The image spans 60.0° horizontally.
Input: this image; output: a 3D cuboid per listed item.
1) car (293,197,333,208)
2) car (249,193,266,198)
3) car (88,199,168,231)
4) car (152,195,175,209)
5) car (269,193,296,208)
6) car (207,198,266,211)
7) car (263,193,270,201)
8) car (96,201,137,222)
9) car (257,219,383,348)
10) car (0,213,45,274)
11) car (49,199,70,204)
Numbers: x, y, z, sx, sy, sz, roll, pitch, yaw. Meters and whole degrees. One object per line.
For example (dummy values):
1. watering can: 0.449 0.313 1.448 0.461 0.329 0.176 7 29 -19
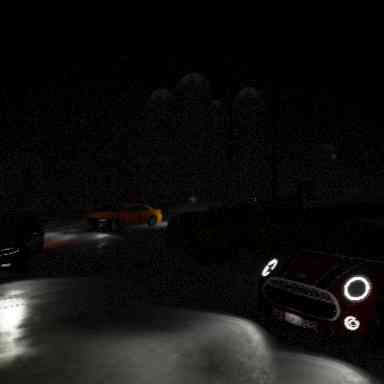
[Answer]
1. car: 12.903 1.520 34.364 4.674 1.442 1.812 0 0 -35
2. car: 13.851 1.210 67.192 5.566 2.045 2.150 0 0 -36
3. car: -4.121 1.471 20.881 1.882 1.535 5.008 0 0 40
4. car: -4.012 1.300 44.768 1.905 1.878 3.866 0 0 -36
5. car: 12.006 1.303 39.980 1.932 1.855 4.605 0 0 -36
6. car: 3.420 1.485 27.622 4.902 1.511 2.128 0 0 -36
7. car: 15.619 1.469 58.929 2.242 1.667 4.611 0 0 -36
8. car: -6.120 1.512 26.683 1.784 1.438 3.905 0 0 -36
9. car: 3.382 1.351 6.395 4.553 1.767 2.097 0 0 -35
10. car: -5.959 1.473 10.542 1.882 1.535 5.008 0 0 -15
11. car: -14.614 1.492 36.419 1.816 1.474 4.193 0 0 -36
